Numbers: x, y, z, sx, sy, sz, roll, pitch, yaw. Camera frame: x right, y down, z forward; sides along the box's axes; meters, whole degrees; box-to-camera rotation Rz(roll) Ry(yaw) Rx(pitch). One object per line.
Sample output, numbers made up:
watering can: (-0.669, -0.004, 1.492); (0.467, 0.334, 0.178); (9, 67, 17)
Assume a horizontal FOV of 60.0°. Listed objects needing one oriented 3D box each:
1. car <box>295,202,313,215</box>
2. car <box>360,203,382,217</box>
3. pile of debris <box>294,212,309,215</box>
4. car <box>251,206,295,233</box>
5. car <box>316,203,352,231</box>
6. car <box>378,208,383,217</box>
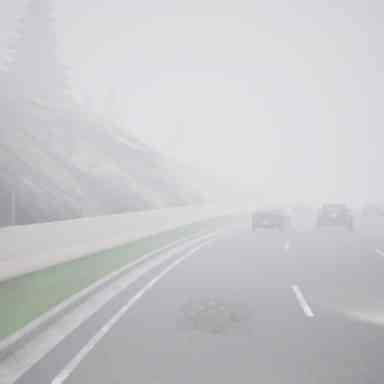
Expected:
car: (12.790, 1.847, 38.390); (1.994, 1.385, 4.181); (0, 0, 24)
car: (19.008, 1.855, 35.140); (1.812, 1.442, 4.674); (0, 0, 24)
pile of debris: (12.647, 2.458, 38.327); (1.500, 0.140, 1.860); (0, 0, 24)
car: (5.133, 1.617, 21.222); (1.882, 1.535, 5.008); (0, 0, 23)
car: (9.638, 1.539, 22.580); (2.097, 1.767, 4.553); (0, 0, 23)
car: (10.244, 1.710, 15.241); (2.033, 1.411, 5.357); (0, 0, 21)
